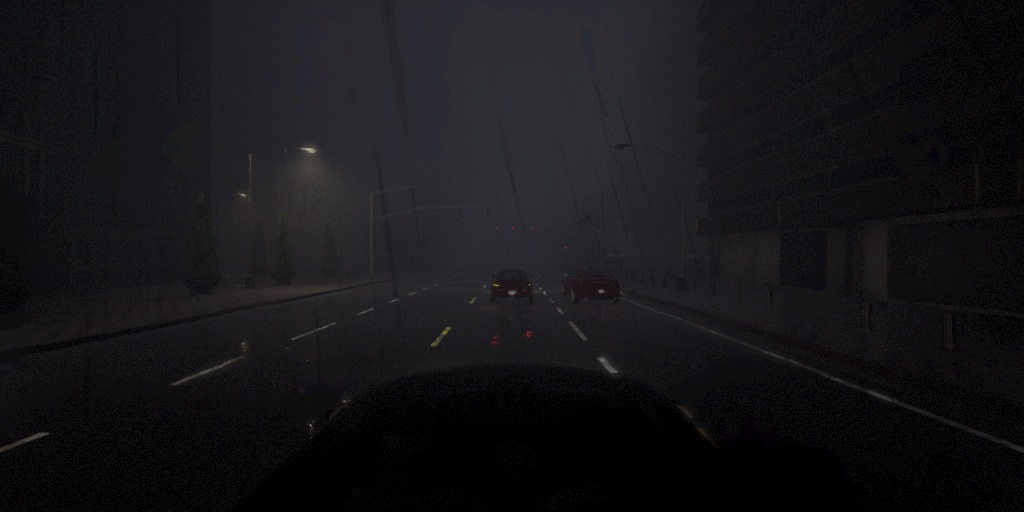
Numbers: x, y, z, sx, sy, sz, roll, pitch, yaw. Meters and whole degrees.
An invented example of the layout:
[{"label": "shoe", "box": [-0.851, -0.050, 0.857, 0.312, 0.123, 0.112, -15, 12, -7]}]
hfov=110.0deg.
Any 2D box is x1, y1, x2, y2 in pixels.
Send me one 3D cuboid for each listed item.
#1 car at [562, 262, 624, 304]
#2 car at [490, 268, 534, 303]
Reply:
[{"label": "car", "box": [3.500, 1.233, 16.500, 1.882, 1.535, 5.008, 0, 0, 0]}, {"label": "car", "box": [0.000, 1.281, 16.500, 1.812, 1.442, 4.674, 0, 0, 0]}]
